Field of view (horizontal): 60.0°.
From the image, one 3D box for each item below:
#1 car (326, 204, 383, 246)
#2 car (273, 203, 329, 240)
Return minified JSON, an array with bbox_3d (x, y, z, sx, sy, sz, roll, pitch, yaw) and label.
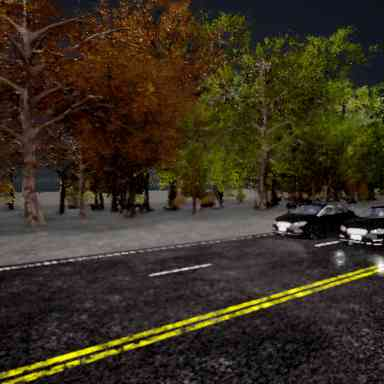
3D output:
[{"bbox_3d":[7.823,1.310,13.255,4.902,1.511,2.128,-1,1,-35],"label":"car"},{"bbox_3d":[5.931,1.310,15.897,4.902,1.511,2.128,-1,1,-35],"label":"car"}]
